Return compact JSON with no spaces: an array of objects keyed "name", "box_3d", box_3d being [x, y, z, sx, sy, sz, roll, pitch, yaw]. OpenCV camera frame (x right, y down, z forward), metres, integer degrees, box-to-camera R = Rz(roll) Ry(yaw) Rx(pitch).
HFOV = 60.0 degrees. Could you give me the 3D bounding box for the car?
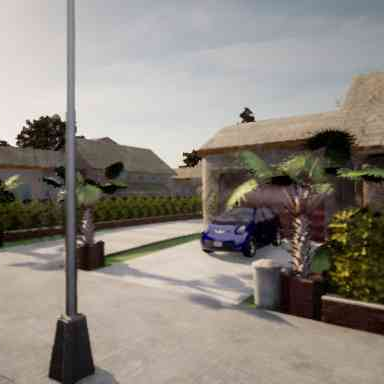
[{"name":"car","box_3d":[1.739,1.216,11.318,1.845,1.501,3.633,0,0,33]}]
